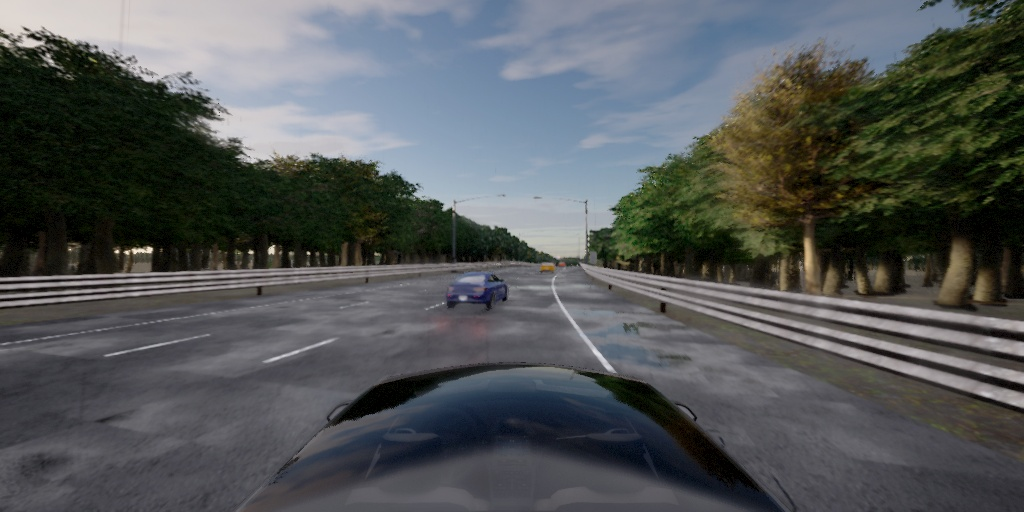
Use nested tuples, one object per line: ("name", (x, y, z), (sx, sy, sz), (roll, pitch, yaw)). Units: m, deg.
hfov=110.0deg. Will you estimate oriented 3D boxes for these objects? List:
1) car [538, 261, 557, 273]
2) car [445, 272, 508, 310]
("car", (5.476, 1.712, 54.514), (1.882, 1.535, 5.008), (0, -1, 10))
("car", (-1.394, 1.391, 15.381), (1.812, 1.442, 4.674), (0, -1, 10))
